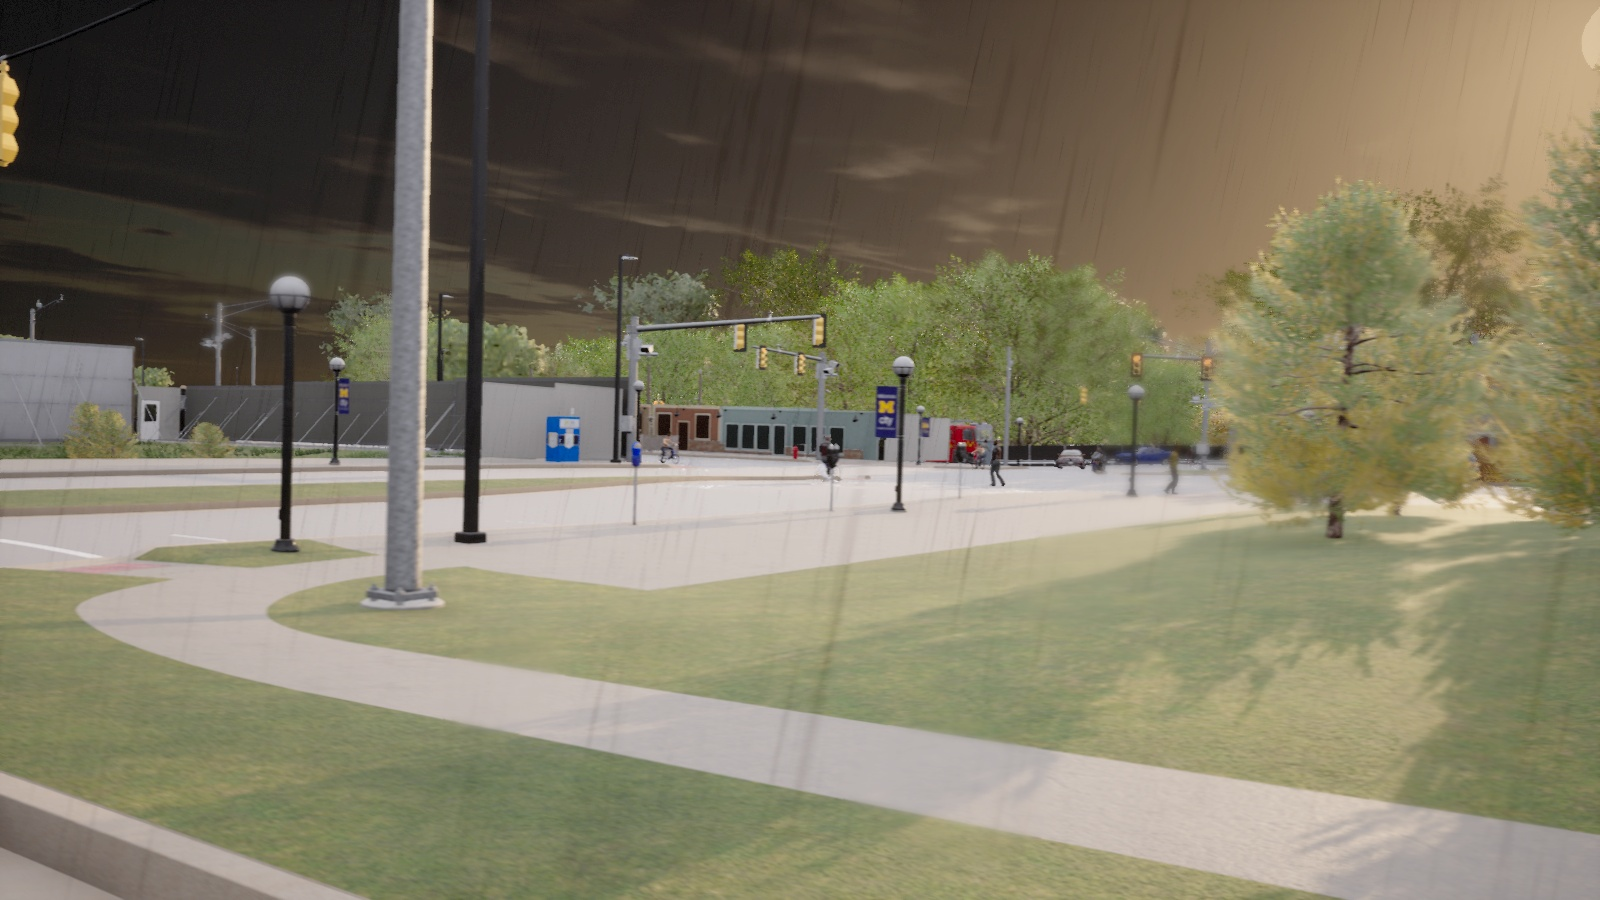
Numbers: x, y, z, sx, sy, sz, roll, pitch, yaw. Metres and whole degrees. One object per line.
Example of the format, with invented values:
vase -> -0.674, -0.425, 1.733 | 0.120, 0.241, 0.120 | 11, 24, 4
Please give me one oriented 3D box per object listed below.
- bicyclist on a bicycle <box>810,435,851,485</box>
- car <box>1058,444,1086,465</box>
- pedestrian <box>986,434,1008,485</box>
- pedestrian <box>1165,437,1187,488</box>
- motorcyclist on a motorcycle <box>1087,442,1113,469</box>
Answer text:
bicyclist on a bicycle -> 1.132, 0.367, 45.647 | 0.659, 1.776, 1.843 | 1, 0, 30
car -> 19.620, 0.328, 90.482 | 1.812, 1.442, 4.674 | 0, 0, 14
pedestrian -> 7.539, 0.346, 48.058 | 0.666, 1.930, 0.402 | 2, 2, 39
pedestrian -> 13.564, 0.445, 45.301 | 0.709, 1.840, 0.431 | 1, 2, 20
motorcyclist on a motorcycle -> 17.435, 0.329, 72.965 | 0.866, 1.530, 2.191 | 1, 0, 30
